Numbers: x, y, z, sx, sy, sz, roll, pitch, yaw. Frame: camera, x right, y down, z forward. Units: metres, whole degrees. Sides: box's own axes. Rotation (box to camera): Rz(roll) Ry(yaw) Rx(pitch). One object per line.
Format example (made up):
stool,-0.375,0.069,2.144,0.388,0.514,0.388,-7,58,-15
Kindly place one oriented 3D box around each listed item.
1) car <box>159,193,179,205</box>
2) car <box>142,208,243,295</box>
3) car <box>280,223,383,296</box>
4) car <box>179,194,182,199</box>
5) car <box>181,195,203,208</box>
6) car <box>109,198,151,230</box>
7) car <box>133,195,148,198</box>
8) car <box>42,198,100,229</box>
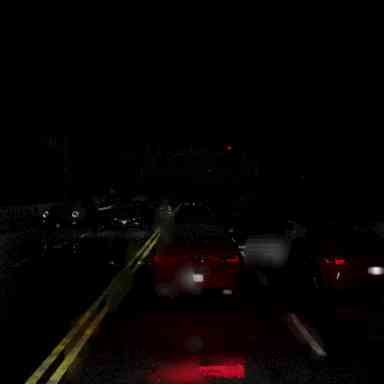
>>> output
car,-3.451,1.041,46.859,2.128,1.511,4.902,0,0,1
car,0.100,1.394,8.536,1.882,1.535,5.008,0,1,0
car,3.639,1.481,8.488,1.994,1.385,4.181,0,1,1
car,-3.120,0.947,68.076,1.895,1.301,4.718,0,1,-27
car,0.173,1.216,34.396,2.033,1.411,5.357,0,1,0
car,-3.558,1.313,19.852,1.837,1.490,4.892,0,1,0
car,-6.962,1.087,45.531,1.812,1.442,4.674,0,0,0
car,-7.058,1.161,19.740,2.097,1.767,4.553,0,1,0
